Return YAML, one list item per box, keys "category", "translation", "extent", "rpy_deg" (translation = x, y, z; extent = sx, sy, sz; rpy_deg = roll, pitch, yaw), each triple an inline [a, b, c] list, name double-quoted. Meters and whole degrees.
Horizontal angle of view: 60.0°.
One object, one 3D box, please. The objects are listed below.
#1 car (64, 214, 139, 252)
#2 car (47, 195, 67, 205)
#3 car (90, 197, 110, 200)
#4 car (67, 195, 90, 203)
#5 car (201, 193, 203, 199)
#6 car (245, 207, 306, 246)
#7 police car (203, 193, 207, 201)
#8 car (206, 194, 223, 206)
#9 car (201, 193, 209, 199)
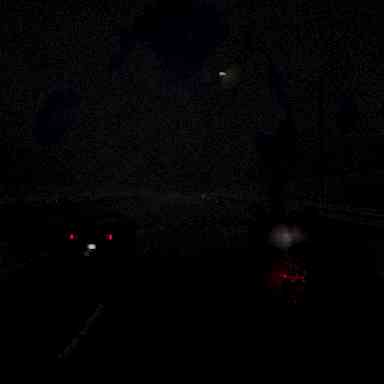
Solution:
- category: "car"
  translation: [-3.395, 1.547, 13.500]
  extent: [1.895, 1.301, 4.718]
  rpy_deg: [0, 0, 0]
- category: "car"
  translation: [-21.044, 1.259, 52.376]
  extent: [1.882, 1.535, 5.008]
  rpy_deg: [0, 0, 0]
- category: "car"
  translation: [-14.041, 1.382, 52.291]
  extent: [1.895, 1.301, 4.718]
  rpy_deg: [0, 0, 0]
- category: "car"
  translation: [-17.537, 1.270, 53.028]
  extent: [2.128, 1.511, 4.902]
  rpy_deg: [0, 0, 0]
- category: "car"
  translation: [3.524, 1.206, 71.306]
  extent: [1.837, 1.490, 4.892]
  rpy_deg: [0, 0, 0]
- category: "car"
  translation: [3.605, 1.445, 15.038]
  extent: [1.837, 1.490, 4.892]
  rpy_deg: [0, 0, 0]
- category: "police car"
  translation: [3.520, 1.252, 60.300]
  extent: [2.038, 1.542, 4.974]
  rpy_deg: [0, 0, 0]
- category: "car"
  translation: [3.516, 1.358, 49.294]
  extent: [1.994, 1.385, 4.181]
  rpy_deg: [0, 0, 0]
- category: "car"
  translation: [3.531, 1.121, 93.348]
  extent: [2.163, 1.488, 4.792]
  rpy_deg: [0, 0, 0]
